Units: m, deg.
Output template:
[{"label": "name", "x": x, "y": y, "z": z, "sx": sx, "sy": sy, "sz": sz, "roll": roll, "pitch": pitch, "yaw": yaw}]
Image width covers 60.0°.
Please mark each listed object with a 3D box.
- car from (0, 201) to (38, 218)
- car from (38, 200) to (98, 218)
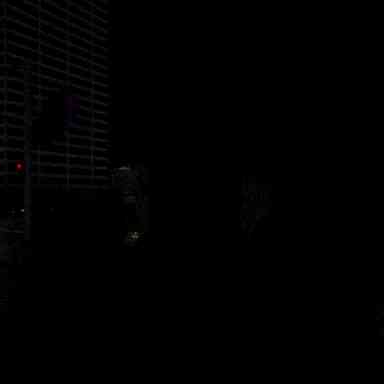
[{"label": "car", "x": -15.458, "y": 1.547, "z": 30.638, "sx": 2.033, "sy": 1.411, "sz": 5.357, "roll": 0, "pitch": 0, "yaw": 35}, {"label": "car", "x": -11.086, "y": 1.478, "z": 30.754, "sx": 1.882, "sy": 1.535, "sz": 5.008, "roll": 0, "pitch": 0, "yaw": 35}]
